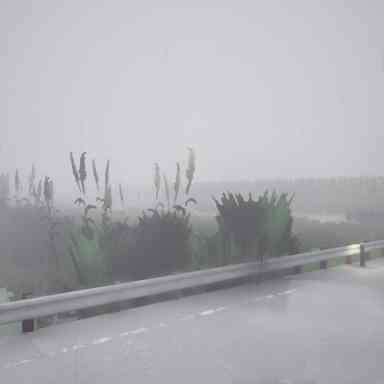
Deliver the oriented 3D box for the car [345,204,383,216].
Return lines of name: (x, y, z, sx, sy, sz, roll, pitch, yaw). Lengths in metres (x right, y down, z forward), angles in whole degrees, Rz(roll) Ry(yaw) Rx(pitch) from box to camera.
car: (14.076, 1.690, 24.835, 1.882, 1.535, 5.008, -1, 1, -37)
